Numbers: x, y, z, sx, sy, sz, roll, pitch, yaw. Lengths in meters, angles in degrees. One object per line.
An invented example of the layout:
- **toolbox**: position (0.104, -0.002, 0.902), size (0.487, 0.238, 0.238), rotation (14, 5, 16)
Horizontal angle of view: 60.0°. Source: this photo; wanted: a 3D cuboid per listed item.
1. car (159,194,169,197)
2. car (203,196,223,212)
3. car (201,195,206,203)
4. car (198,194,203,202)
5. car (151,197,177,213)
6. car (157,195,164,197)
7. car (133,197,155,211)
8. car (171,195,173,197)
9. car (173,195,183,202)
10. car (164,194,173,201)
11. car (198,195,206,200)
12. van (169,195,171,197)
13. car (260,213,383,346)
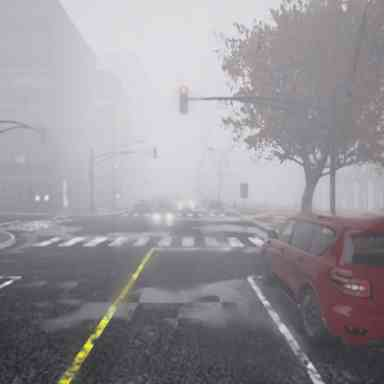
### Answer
- **car**: position (-5.766, 1.383, 60.802), size (1.967, 1.590, 4.097), rotation (0, 0, 0)
- **car**: position (2.642, 1.497, 38.682), size (1.887, 1.381, 4.507), rotation (0, 0, 0)
- **car**: position (2.628, 1.471, 49.918), size (1.752, 1.417, 4.829), rotation (0, 0, 0)
- **car**: position (2.607, 1.523, 66.345), size (1.802, 1.307, 4.206), rotation (0, 0, 0)
- **car**: position (-3.047, 1.566, 36.575), size (1.895, 1.301, 4.718), rotation (0, 0, 0)
- **car**: position (-5.752, 1.497, 49.737), size (2.008, 1.369, 4.403), rotation (0, 0, 0)
- **car**: position (-5.738, 1.503, 38.671), size (2.008, 1.369, 4.403), rotation (0, 0, 0)
- **car**: position (-5.780, 1.522, 71.867), size (1.802, 1.307, 4.206), rotation (0, 0, 0)
- **car**: position (-3.092, 1.338, 72.695), size (1.882, 1.535, 5.008), rotation (0, 0, 0)
- **car**: position (-5.795, 1.379, 82.933), size (1.967, 1.590, 4.097), rotation (0, 0, 0)
- **car**: position (2.578, 1.485, 88.477), size (1.887, 1.381, 4.507), rotation (0, 0, 0)
- **van**: position (-5.773, 1.282, 66.335), size (1.690, 1.788, 3.998), rotation (0, 0, 0)
- **car**: position (2.685, 1.305, 6.294), size (2.192, 1.841, 5.009), rotation (0, 0, 0)
